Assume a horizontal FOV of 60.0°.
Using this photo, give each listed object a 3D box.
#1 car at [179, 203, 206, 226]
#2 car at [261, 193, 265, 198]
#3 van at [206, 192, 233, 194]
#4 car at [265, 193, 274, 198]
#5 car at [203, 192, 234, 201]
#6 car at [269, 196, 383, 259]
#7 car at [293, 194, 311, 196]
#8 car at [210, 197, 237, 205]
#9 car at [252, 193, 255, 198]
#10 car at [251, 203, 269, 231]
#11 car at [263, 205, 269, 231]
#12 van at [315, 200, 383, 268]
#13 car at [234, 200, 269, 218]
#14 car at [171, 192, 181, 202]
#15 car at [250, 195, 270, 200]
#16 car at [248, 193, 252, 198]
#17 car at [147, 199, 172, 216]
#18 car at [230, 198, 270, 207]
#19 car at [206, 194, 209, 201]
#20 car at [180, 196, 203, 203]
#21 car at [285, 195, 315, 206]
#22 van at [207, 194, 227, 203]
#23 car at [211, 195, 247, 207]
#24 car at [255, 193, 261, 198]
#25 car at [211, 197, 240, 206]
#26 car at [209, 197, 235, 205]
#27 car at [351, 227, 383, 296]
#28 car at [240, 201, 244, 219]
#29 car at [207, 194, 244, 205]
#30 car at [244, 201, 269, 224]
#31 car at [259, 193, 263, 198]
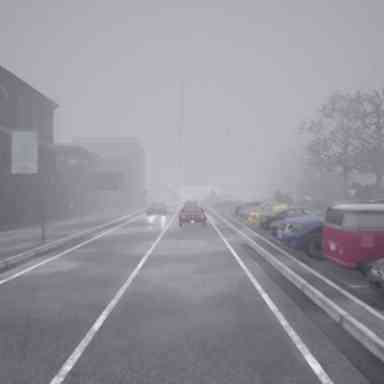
[{"bbox_3d":[0.025,1.715,24.608,1.895,1.301,4.718,0,0,0],"label":"car"},{"bbox_3d":[18.795,1.570,74.802,5.008,1.535,2.097,0,0,0],"label":"car"},{"bbox_3d":[5.611,1.362,69.308,4.442,1.987,1.878,0,0,0],"label":"van"},{"bbox_3d":[18.836,1.336,69.357,5.566,2.045,2.435,0,0,0],"label":"car"},{"bbox_3d":[5.690,1.328,71.967,5.566,2.045,2.435,0,0,0],"label":"car"},{"bbox_3d":[6.032,1.292,12.337,5.566,2.045,2.435,0,0,0],"label":"car"},{"bbox_3d":[18.832,1.516,52.523,4.553,1.767,2.185,0,0,0],"label":"car"},{"bbox_3d":[5.758,1.655,60.835,4.674,1.452,2.002,0,0,0],"label":"car"},{"bbox_3d":[18.759,1.532,85.943,4.892,1.521,2.231,0,0,0],"label":"car"},{"bbox_3d":[6.052,1.535,17.988,5.008,1.535,2.097,0,0,0],"label":"car"},{"bbox_3d":[6.064,1.539,15.164,5.008,1.535,2.097,0,0,0],"label":"car"},{"bbox_3d":[6.179,1.321,9.512,4.442,1.987,1.878,0,0,0],"label":"van"},{"bbox_3d":[6.054,1.564,26.466,4.674,1.452,2.002,0,0,0],"label":"car"},{"bbox_3d":[-3.664,1.126,75.546,2.150,2.045,5.566,0,0,0],"label":"car"},{"bbox_3d":[18.739,1.508,91.514,5.008,1.535,2.097,0,0,0],"label":"car"},{"bbox_3d":[18.716,1.269,88.726,5.566,2.045,2.435,0,0,0],"label":"car"},{"bbox_3d":[-3.480,1.698,34.215,1.994,1.385,4.181,0,0,0],"label":"car"},{"bbox_3d":[6.079,1.550,29.293,4.792,1.488,2.163,0,0,0],"label":"car"},{"bbox_3d":[5.731,1.598,66.402,4.892,1.521,2.231,0,0,0],"label":"car"},{"bbox_3d":[-0.085,1.615,42.017,2.128,1.511,4.902,0,0,-1],"label":"car"},{"bbox_3d":[18.875,1.498,58.219,4.553,1.767,2.185,0,0,0],"label":"car"},{"bbox_3d":[5.593,1.345,74.750,4.442,1.987,1.878,0,0,0],"label":"van"},{"bbox_3d":[5.798,1.682,52.627,4.674,1.452,2.002,1,0,0],"label":"car"},{"bbox_3d":[18.793,1.416,83.157,4.553,1.767,2.185,0,0,0],"label":"car"},{"bbox_3d":[5.794,1.654,58.052,4.792,1.488,2.163,0,0,0],"label":"car"},{"bbox_3d":[5.717,1.636,63.618,4.792,1.488,2.163,0,0,0],"label":"car"},{"bbox_3d":[6.066,1.590,6.687,4.674,1.452,2.002,0,0,0],"label":"car"},{"bbox_3d":[6.056,1.568,23.641,4.674,1.452,2.002,0,0,0],"label":"car"},{"bbox_3d":[5.588,1.630,55.268,5.366,1.575,1.946,0,0,0],"label":"car"},{"bbox_3d":[6.240,1.529,20.815,5.366,1.575,1.946,0,0,0],"label":"car"},{"bbox_3d":[18.750,1.590,77.589,4.792,1.488,2.163,0,0,0],"label":"car"}]
